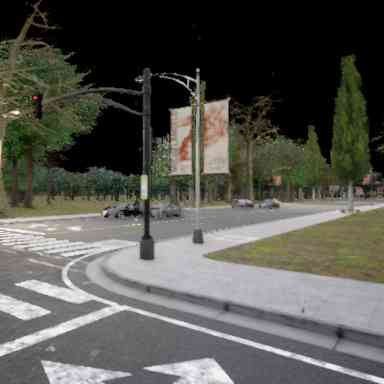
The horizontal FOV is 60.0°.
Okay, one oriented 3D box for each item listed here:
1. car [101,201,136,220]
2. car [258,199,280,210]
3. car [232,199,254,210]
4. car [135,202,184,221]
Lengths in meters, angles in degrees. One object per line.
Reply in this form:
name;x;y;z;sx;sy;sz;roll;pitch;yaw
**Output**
car;-5.924;1.606;29.858;2.128;1.511;4.902;0;0;35
car;11.384;1.772;48.779;2.128;1.511;4.902;0;0;36
car;7.582;1.785;49.043;1.812;1.442;4.674;0;-1;35
car;-2.517;1.689;29.054;1.994;1.385;4.181;0;0;35
